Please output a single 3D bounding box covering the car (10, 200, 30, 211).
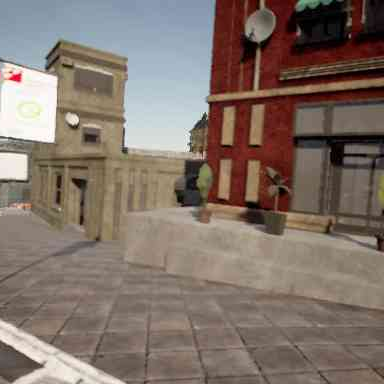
[{"bbox_3d":[-27.247,2.095,54.073,2.097,1.767,4.553,4,-1,13],"label":"car"}]
